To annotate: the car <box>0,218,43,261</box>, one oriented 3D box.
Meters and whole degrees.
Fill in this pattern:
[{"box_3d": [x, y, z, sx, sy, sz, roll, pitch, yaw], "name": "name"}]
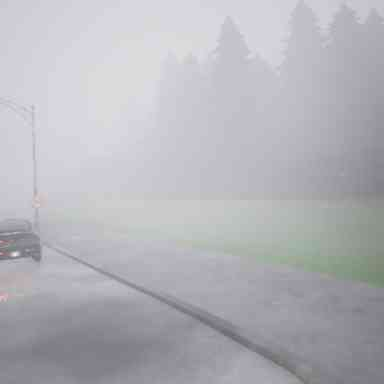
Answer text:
[{"box_3d": [-6.895, 1.719, 12.277, 1.837, 1.490, 4.892, -2, 0, -36], "name": "car"}]
